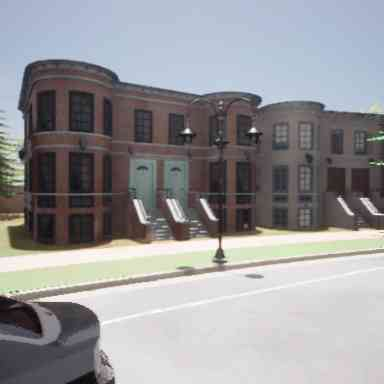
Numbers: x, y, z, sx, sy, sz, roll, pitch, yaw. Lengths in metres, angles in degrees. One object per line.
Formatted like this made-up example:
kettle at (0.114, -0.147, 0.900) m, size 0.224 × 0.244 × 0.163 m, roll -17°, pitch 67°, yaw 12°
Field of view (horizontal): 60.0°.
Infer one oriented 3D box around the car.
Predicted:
car at (-2.869, 1.478, 1.750) m, size 4.892 × 1.490 × 1.837 m, roll 0°, pitch 0°, yaw -35°
